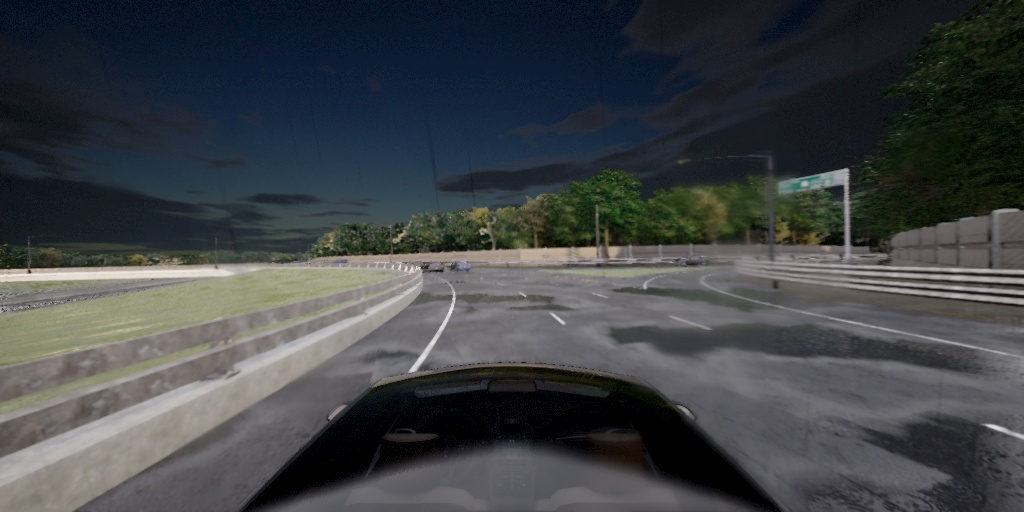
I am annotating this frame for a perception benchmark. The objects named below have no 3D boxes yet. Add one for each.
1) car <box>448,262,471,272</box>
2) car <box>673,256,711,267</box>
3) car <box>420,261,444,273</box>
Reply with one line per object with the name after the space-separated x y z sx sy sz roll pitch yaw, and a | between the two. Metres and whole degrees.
-7.197 1.473 49.074 2.033 1.411 5.357 -1 0 -26 | car
24.816 0.740 49.593 4.902 1.511 2.128 -1 0 -2 | car
-10.562 1.561 47.975 1.994 1.385 4.181 -1 0 -26 | car
